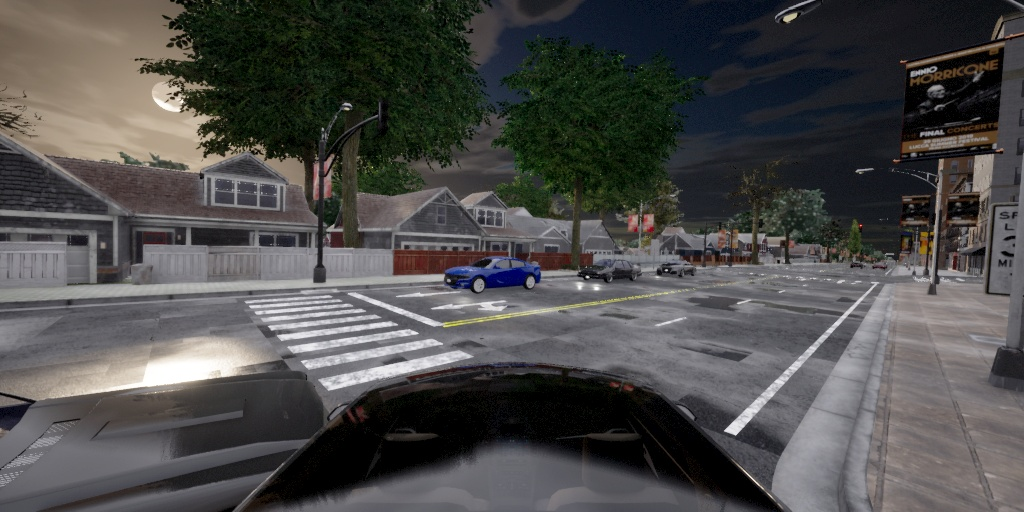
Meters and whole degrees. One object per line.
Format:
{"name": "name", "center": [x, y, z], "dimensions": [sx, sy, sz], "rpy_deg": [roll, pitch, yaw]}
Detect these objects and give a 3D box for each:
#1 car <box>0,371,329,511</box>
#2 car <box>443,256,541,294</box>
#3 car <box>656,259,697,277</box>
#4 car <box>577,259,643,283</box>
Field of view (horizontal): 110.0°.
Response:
{"name": "car", "center": [-3.322, 1.279, 1.524], "dimensions": [4.718, 1.301, 1.895], "rpy_deg": [1, 2, -33]}
{"name": "car", "center": [-0.789, 0.770, 16.656], "dimensions": [5.008, 1.535, 1.882], "rpy_deg": [0, 3, -43]}
{"name": "car", "center": [13.878, 0.980, 30.175], "dimensions": [4.181, 1.385, 1.994], "rpy_deg": [0, 3, -43]}
{"name": "car", "center": [6.529, 0.900, 23.415], "dimensions": [5.357, 1.411, 2.033], "rpy_deg": [0, 3, -43]}
